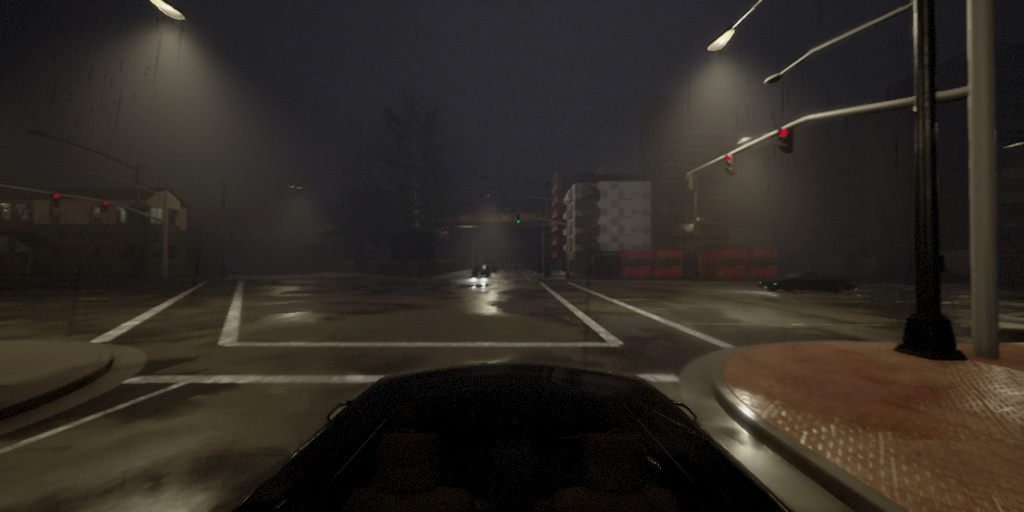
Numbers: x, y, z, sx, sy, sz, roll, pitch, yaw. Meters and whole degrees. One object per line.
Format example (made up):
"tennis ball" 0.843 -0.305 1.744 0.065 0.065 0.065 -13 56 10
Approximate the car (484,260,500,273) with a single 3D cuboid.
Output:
"car" -3.545 1.588 56.026 2.150 2.045 5.566 0 -1 1

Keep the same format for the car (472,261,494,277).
"car" -3.586 1.700 42.233 2.128 1.511 4.902 0 -1 0

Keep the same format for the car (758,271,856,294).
"car" 19.464 1.726 23.756 5.357 1.411 2.033 1 -1 0
